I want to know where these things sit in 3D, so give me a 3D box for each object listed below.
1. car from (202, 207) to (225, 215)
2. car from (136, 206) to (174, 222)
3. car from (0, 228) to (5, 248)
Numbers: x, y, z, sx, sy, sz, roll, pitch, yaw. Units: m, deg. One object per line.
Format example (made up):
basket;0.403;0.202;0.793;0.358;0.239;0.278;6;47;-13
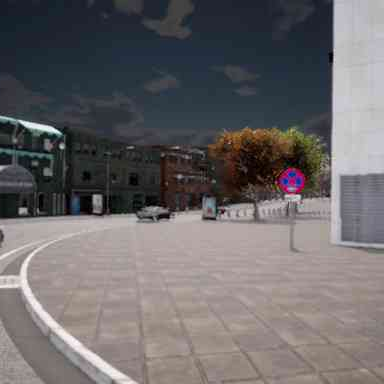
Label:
car;3.475;2.999;53.498;1.895;1.301;4.718;1;-1;30
car;-3.610;2.201;33.476;2.128;1.511;4.902;1;-2;29
car;-8.621;1.641;12.538;1.812;1.442;4.674;1;-1;-15
